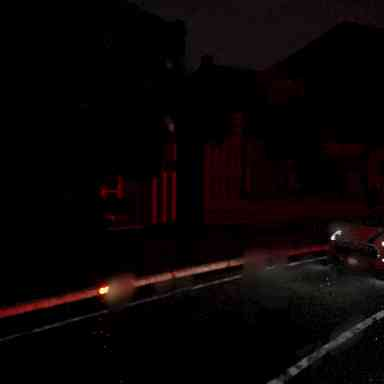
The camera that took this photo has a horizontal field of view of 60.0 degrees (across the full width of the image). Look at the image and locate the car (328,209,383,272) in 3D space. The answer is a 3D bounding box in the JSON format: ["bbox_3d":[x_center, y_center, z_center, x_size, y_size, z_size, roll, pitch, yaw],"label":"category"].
[{"bbox_3d":[6.293,1.277,10.069,4.553,1.767,2.097,0,0,-29],"label":"car"}]
